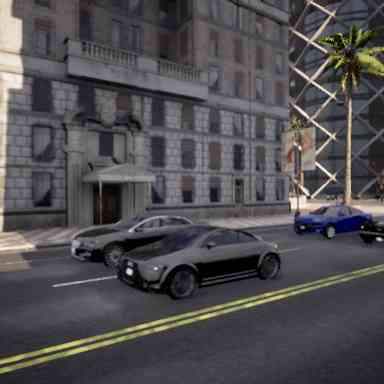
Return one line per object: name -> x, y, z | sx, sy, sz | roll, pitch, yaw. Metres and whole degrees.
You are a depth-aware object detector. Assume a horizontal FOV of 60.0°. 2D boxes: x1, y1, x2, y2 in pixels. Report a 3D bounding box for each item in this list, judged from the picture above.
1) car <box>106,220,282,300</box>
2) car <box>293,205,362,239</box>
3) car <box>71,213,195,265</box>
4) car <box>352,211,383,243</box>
car -> 0.284, 1.557, 8.389 | 4.181, 1.385, 1.994 | 0, 0, -34
car -> 7.416, 1.443, 17.416 | 5.008, 1.535, 1.882 | 0, 0, -34
car -> -1.540, 1.489, 11.379 | 4.902, 1.511, 2.128 | 0, 0, -34
car -> 9.291, 1.562, 14.466 | 4.718, 1.301, 1.895 | 0, 0, -34
